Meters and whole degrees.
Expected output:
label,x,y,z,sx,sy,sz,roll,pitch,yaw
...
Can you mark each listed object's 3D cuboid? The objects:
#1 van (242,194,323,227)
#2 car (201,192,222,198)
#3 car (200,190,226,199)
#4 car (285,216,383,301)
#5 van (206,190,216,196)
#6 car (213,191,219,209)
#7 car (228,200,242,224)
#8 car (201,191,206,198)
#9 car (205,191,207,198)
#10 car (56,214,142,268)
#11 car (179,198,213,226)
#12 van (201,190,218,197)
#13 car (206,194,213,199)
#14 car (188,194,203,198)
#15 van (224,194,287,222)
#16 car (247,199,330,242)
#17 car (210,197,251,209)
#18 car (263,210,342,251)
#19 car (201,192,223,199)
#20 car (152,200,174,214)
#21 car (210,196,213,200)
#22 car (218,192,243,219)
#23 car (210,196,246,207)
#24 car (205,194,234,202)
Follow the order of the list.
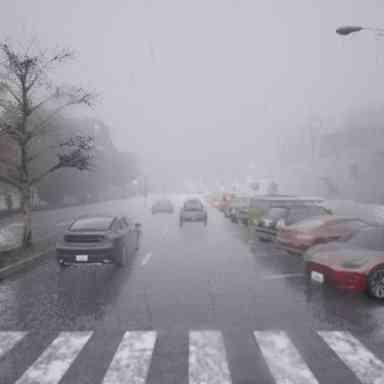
label,x,y,z,sx,sy,sz,roll,pitch,yaw
van,5.179,1.239,17.249,4.442,1.987,1.878,1,0,-20
car,5.052,0.789,85.824,4.892,1.521,2.231,1,0,-20
car,5.089,0.601,79.871,5.566,2.045,2.435,1,0,-20
car,5.043,1.506,8.224,4.792,1.488,2.163,1,0,-20
van,4.958,1.062,49.980,4.442,1.987,1.878,0,1,-20
car,5.096,1.192,29.154,5.566,2.045,2.435,1,0,-20
car,5.061,1.459,20.189,4.892,1.521,2.231,1,0,-20
car,4.889,1.150,58.920,5.366,1.575,1.946,0,1,-20
car,5.036,1.121,53.009,4.553,1.767,2.185,0,1,-20
car,-2.901,1.487,11.184,1.837,1.490,4.892,0,0,0
car,0.097,1.457,23.258,2.128,1.511,4.902,0,0,0
van,4.952,0.474,94.725,4.442,1.987,1.878,1,1,-20
car,4.893,1.377,41.010,5.366,1.575,1.946,1,1,-20
car,0.094,1.390,42.040,1.837,1.490,4.892,0,1,0
van,4.961,1.222,26.111,4.442,1.987,1.878,1,0,-20
car,5.040,1.342,14.214,4.553,1.767,2.185,1,0,-20
car,5.091,1.387,44.079,4.792,1.488,2.163,1,0,-20
car,5.064,1.512,11.242,4.674,1.452,2.002,1,0,-20
car,5.065,0.819,82.839,5.008,1.535,2.097,1,1,-20
car,-2.904,1.500,34.054,1.994,1.385,4.181,0,0,0
car,5.038,1.433,38.083,4.792,1.488,2.163,1,1,-20
car,5.046,1.202,23.157,5.566,2.045,2.435,1,0,-20
car,5.059,1.363,47.052,4.674,1.452,2.002,1,0,-20
car,5.088,1.135,61.982,4.792,1.488,2.163,0,1,-20
